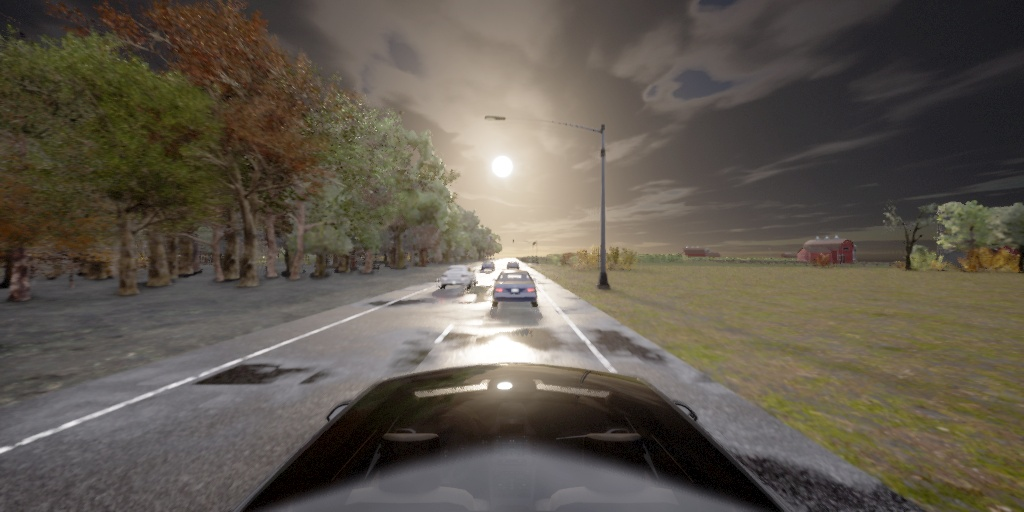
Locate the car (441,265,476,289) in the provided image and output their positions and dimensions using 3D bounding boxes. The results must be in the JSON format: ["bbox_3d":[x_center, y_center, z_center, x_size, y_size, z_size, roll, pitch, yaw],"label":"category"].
[{"bbox_3d":[-3.388,1.322,23.214,1.812,1.442,4.674,0,0,0],"label":"car"}]

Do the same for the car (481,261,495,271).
[{"bbox_3d":[-3.368,1.396,51.576,2.033,1.411,5.357,0,0,0],"label":"car"}]

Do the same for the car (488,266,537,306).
[{"bbox_3d":[0.110,1.328,15.810,2.033,1.411,5.357,0,0,0],"label":"car"}]

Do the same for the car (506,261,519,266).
[{"bbox_3d":[0.133,1.419,55.923,1.994,1.385,4.181,0,0,0],"label":"car"}]
